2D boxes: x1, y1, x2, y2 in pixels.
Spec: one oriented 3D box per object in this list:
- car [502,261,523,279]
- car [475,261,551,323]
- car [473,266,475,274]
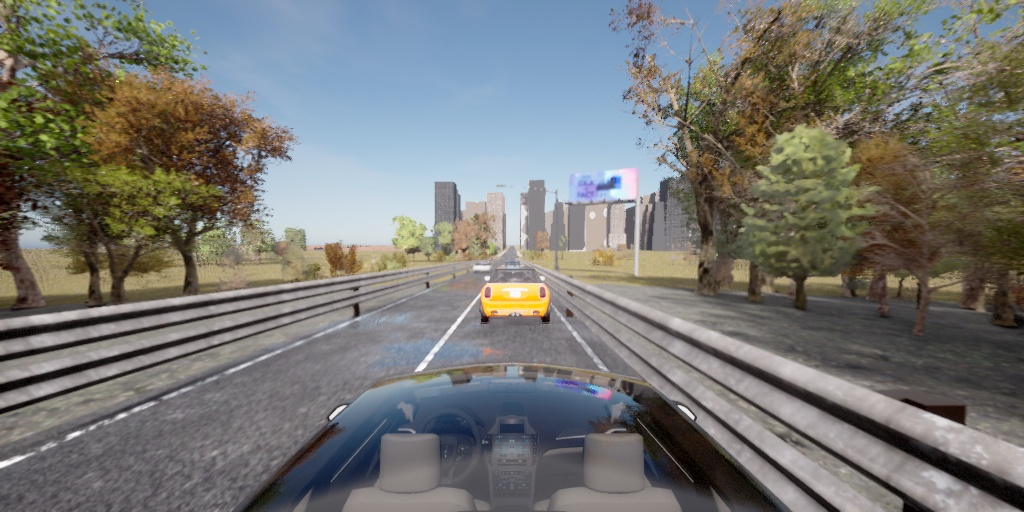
[{"bbox_3d":[0.074,1.249,34.128,1.837,1.490,4.892,0,0,0],"label":"car"},{"bbox_3d":[0.093,1.100,12.320,2.097,1.767,4.553,0,0,0],"label":"car"},{"bbox_3d":[-3.319,1.344,41.028,1.895,1.301,4.718,0,0,0],"label":"car"}]
